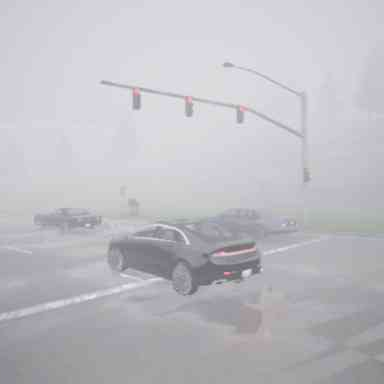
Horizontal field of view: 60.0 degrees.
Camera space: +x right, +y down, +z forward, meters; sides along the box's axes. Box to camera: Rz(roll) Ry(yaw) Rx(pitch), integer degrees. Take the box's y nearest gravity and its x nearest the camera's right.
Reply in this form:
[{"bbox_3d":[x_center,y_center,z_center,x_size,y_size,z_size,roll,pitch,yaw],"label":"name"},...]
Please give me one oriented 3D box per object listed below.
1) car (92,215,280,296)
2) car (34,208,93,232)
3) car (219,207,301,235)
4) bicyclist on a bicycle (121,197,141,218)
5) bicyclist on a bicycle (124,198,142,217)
[{"bbox_3d":[-0.462,1.476,8.734,2.128,1.511,4.902,0,0,-41],"label":"car"},{"bbox_3d":[-7.754,1.641,20.502,4.718,1.301,1.895,-1,0,37],"label":"car"},{"bbox_3d":[2.623,1.476,16.691,5.357,1.411,2.033,-1,0,41],"label":"car"},{"bbox_3d":[-5.136,1.294,27.966,0.582,1.620,1.656,-1,0,36],"label":"bicyclist on a bicycle"},{"bbox_3d":[-4.775,1.290,27.705,0.582,1.620,1.656,-1,0,36],"label":"bicyclist on a bicycle"}]
